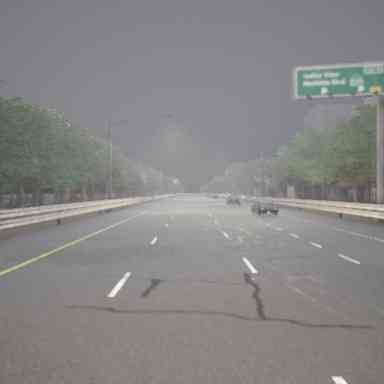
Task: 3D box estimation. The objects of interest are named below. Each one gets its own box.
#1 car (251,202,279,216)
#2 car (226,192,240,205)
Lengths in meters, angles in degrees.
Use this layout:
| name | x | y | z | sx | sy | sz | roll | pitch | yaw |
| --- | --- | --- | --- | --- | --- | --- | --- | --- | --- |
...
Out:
| name | x | y | z | sx | sy | sz | roll | pitch | yaw |
| --- | --- | --- | --- | --- | --- | --- | --- | --- | --- |
| car | 7.035 | 1.592 | 32.702 | 1.895 | 1.301 | 4.718 | 0 | 0 | 0 |
| car | 7.065 | 1.338 | 57.885 | 2.097 | 1.767 | 4.553 | 0 | 0 | 0 |
